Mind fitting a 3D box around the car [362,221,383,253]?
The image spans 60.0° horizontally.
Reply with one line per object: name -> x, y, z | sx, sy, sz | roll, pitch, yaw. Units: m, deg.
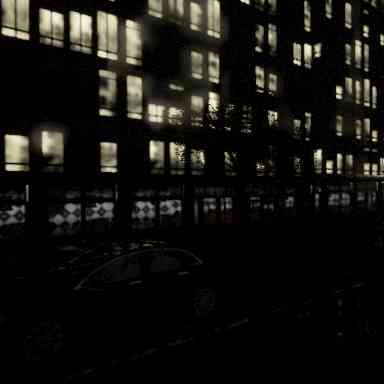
car -> 7.984, 1.515, 12.264 | 4.403, 1.369, 2.008 | 0, 0, -35

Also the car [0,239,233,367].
car -> -1.270, 1.545, 5.664 | 4.403, 1.369, 2.008 | 0, 0, -35
